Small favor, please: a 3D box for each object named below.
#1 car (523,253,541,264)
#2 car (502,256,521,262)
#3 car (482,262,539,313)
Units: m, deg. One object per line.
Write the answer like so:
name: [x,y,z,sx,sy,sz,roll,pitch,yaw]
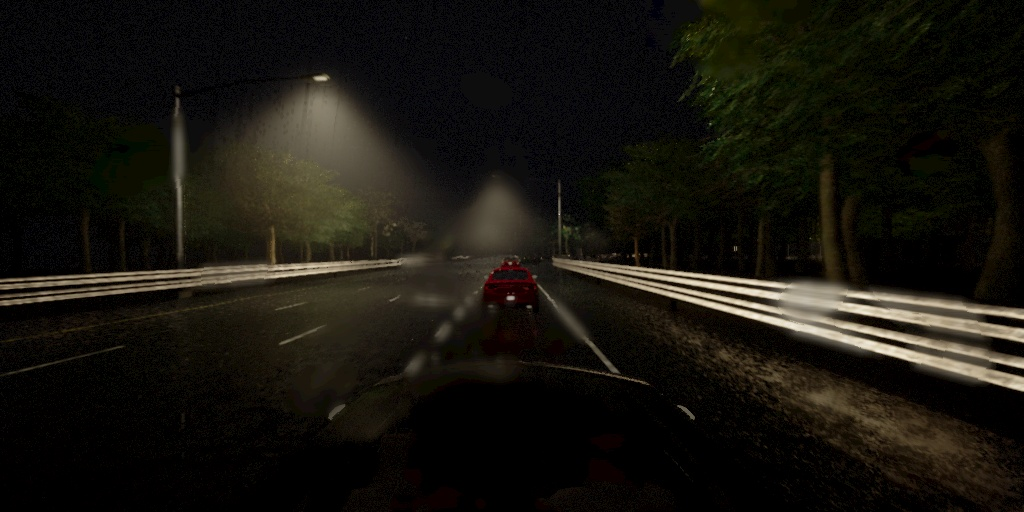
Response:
car: [3.606,0.504,63.650,2.150,2.045,5.566,-1,0,17]
car: [-0.094,0.834,39.941,2.097,1.767,4.553,0,0,2]
car: [-0.051,1.161,13.711,1.882,1.535,5.008,-1,0,0]
